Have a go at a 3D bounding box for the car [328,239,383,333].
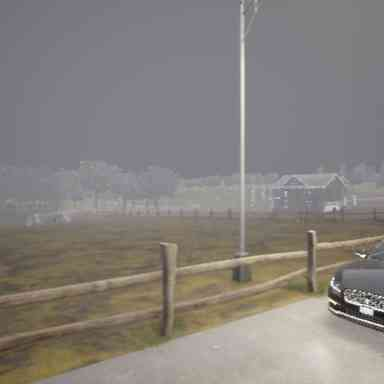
[{"bbox_3d":[4.553,1.503,6.316,4.892,1.490,1.837,0,0,-35],"label":"car"}]
